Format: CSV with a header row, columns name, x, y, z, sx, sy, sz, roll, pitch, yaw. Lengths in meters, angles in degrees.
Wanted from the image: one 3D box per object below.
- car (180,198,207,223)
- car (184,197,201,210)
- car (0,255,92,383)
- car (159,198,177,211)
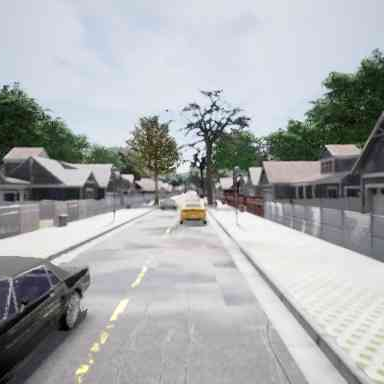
name,x,y,z,sx,sy,sz,roll,pitch,yaw
car,0.093,1.469,25.199,1.882,1.535,5.008,0,0,0
car,0.081,1.486,43.664,2.128,1.511,4.902,0,0,0
car,-2.842,1.598,4.106,1.895,1.301,4.718,0,0,0
car,-2.823,1.519,40.944,1.812,1.442,4.674,0,0,0
